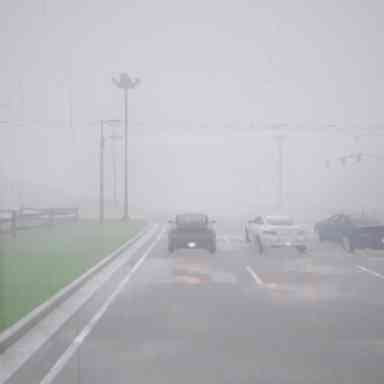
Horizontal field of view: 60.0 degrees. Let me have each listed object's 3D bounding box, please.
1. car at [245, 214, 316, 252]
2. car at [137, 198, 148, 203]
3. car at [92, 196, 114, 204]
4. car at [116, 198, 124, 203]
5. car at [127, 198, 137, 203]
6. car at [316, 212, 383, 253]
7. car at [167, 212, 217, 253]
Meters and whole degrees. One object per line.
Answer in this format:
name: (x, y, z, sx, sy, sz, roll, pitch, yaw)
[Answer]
car: (3.500, 1.662, 14.388, 1.812, 1.442, 4.674, 0, 0, 0)
car: (-15.800, 2.427, 94.343, 5.357, 1.411, 2.033, 0, -1, 35)
car: (-23.439, 2.297, 86.970, 5.008, 1.535, 1.882, 0, -1, 35)
car: (-20.690, 2.363, 89.280, 4.674, 1.442, 1.812, 0, -1, 35)
car: (-18.334, 2.343, 91.876, 5.008, 1.535, 1.882, 0, -1, 35)
car: (7.000, 1.615, 14.485, 1.882, 1.535, 5.008, 0, 0, 0)
car: (-0.002, 1.643, 14.299, 1.837, 1.490, 4.892, 0, 0, 0)
